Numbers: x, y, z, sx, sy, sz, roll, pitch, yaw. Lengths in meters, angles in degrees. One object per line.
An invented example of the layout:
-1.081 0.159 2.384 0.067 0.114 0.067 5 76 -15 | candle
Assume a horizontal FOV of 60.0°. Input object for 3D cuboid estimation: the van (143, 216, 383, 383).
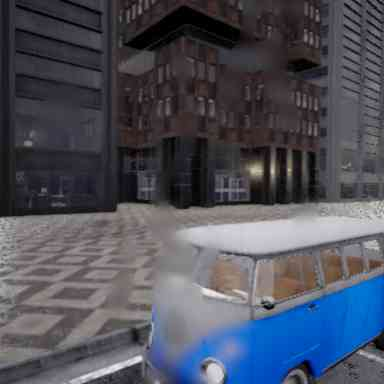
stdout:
1.356 1.270 4.327 3.998 1.788 1.690 0 1 -39 | van
